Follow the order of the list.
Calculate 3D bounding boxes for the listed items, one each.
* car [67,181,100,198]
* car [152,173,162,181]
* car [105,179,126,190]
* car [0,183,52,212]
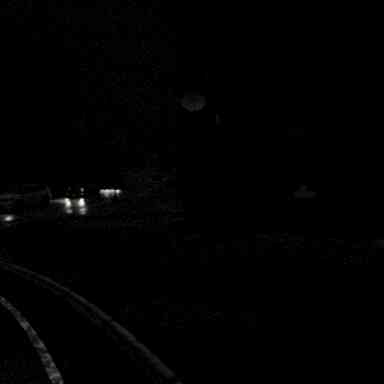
[{"bbox_3d":[-12.280,-0.413,37.741,2.097,1.767,4.553,0,5,10],"label":"car"},{"bbox_3d":[-7.071,-3.011,66.719,1.882,1.535,5.008,0,5,-4],"label":"car"},{"bbox_3d":[-10.874,-1.145,47.480,1.994,1.385,4.181,0,5,5],"label":"car"},{"bbox_3d":[-14.331,0.404,28.171,2.150,2.045,5.566,0,5,14],"label":"car"}]
